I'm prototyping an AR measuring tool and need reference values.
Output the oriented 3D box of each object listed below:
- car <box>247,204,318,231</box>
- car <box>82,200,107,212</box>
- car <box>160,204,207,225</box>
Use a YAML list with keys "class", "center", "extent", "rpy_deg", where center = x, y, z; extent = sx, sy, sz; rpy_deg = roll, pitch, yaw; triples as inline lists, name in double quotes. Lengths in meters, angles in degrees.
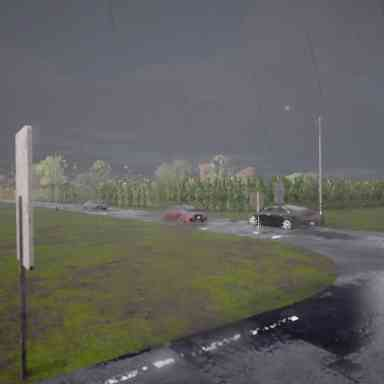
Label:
- class: "car"
  center: [5.505, 1.539, 20.863]
  extent: [1.837, 1.490, 4.892]
  rpy_deg: [-4, 2, -33]
- class: "car"
  center: [-12.150, 1.721, 41.392]
  extent: [1.994, 1.385, 4.181]
  rpy_deg: [-1, 0, -36]
- class: "car"
  center: [-0.688, 1.647, 25.318]
  extent: [1.994, 1.385, 4.181]
  rpy_deg: [-1, 0, -35]
